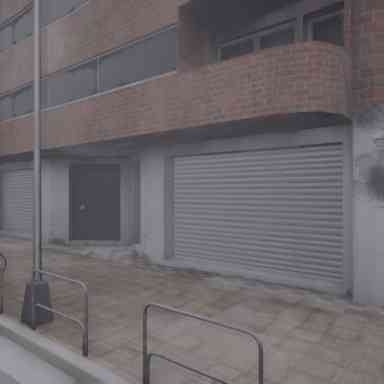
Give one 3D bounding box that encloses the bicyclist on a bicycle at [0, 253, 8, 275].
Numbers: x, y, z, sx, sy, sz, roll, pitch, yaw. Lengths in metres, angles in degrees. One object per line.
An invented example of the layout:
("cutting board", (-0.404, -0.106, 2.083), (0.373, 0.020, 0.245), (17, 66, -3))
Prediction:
("bicyclist on a bicycle", (-5.214, 1.338, 7.931), (0.582, 1.620, 1.656), (1, -3, 37))
